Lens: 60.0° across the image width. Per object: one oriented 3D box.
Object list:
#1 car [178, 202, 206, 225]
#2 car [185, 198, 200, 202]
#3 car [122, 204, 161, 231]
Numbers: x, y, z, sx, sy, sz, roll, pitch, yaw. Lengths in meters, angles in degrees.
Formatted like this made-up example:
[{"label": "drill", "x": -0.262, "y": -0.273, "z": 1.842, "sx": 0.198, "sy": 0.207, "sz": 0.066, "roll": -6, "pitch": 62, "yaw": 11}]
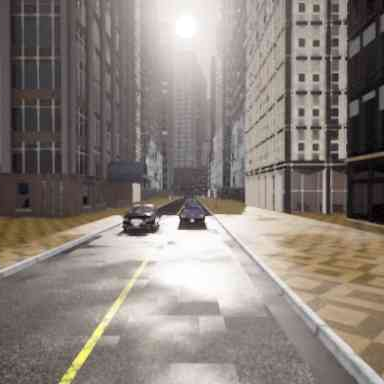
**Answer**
[{"label": "car", "x": 0.027, "y": 1.631, "z": 24.355, "sx": 1.895, "sy": 1.301, "sz": 4.718, "roll": 0, "pitch": 0, "yaw": 0}, {"label": "car", "x": 0.089, "y": 1.595, "z": 45.017, "sx": 1.812, "sy": 1.442, "sz": 4.674, "roll": 0, "pitch": 0, "yaw": 0}, {"label": "car", "x": -3.019, "y": 1.517, "z": 20.624, "sx": 2.128, "sy": 1.511, "sz": 4.902, "roll": 0, "pitch": 0, "yaw": 0}]
